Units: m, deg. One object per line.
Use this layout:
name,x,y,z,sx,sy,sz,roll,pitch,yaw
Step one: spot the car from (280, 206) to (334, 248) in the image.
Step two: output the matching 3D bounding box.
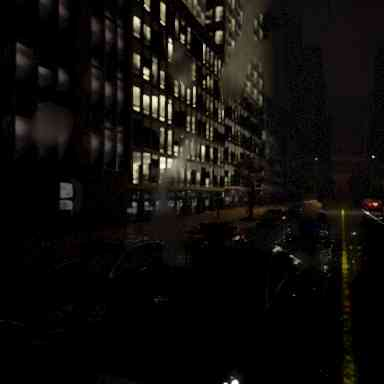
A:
car,5.827,1.678,16.291,1.882,1.535,5.008,0,-1,24

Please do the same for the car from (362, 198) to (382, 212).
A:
car,27.163,1.999,49.615,2.192,1.841,5.009,0,-1,24

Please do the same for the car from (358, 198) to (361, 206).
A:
car,34.202,2.325,65.142,1.967,1.590,4.097,0,-1,24

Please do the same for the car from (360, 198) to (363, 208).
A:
car,29.510,2.066,54.792,2.192,1.841,5.009,0,-1,24

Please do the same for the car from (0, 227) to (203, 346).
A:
car,-1.585,1.599,6.484,2.008,1.369,4.403,0,-1,24

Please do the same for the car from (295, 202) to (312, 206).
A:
car,10.146,1.937,32.365,2.008,1.369,4.403,0,-1,24

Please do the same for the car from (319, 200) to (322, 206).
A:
car,17.184,2.028,47.896,1.967,1.590,4.097,0,-1,24

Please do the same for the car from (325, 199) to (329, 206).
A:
car,26.569,2.422,68.601,1.947,1.339,4.313,0,-1,24

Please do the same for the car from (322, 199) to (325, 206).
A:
car,21.807,2.246,58.093,1.752,1.417,4.829,0,-1,24

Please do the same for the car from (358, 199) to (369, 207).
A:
car,38.894,2.458,75.495,1.967,1.590,4.097,0,-1,24

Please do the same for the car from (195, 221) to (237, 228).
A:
car,0.762,1.698,11.660,1.802,1.307,4.206,0,-1,24

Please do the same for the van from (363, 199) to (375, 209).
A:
van,31.856,2.159,59.967,1.690,1.788,3.998,0,-1,24

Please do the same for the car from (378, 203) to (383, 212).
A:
car,17.779,1.966,28.906,2.008,1.369,4.403,0,-1,24

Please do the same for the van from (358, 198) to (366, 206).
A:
van,41.240,2.425,80.673,1.690,1.788,3.998,0,-1,24

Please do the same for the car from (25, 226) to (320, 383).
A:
car,0.501,1.541,4.796,2.128,1.511,4.902,0,-1,24

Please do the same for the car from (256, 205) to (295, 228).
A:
car,5.454,1.802,22.013,2.008,1.369,4.403,0,-1,24

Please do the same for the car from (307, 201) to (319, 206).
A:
car,14.838,2.103,42.718,1.802,1.307,4.206,0,-1,24
